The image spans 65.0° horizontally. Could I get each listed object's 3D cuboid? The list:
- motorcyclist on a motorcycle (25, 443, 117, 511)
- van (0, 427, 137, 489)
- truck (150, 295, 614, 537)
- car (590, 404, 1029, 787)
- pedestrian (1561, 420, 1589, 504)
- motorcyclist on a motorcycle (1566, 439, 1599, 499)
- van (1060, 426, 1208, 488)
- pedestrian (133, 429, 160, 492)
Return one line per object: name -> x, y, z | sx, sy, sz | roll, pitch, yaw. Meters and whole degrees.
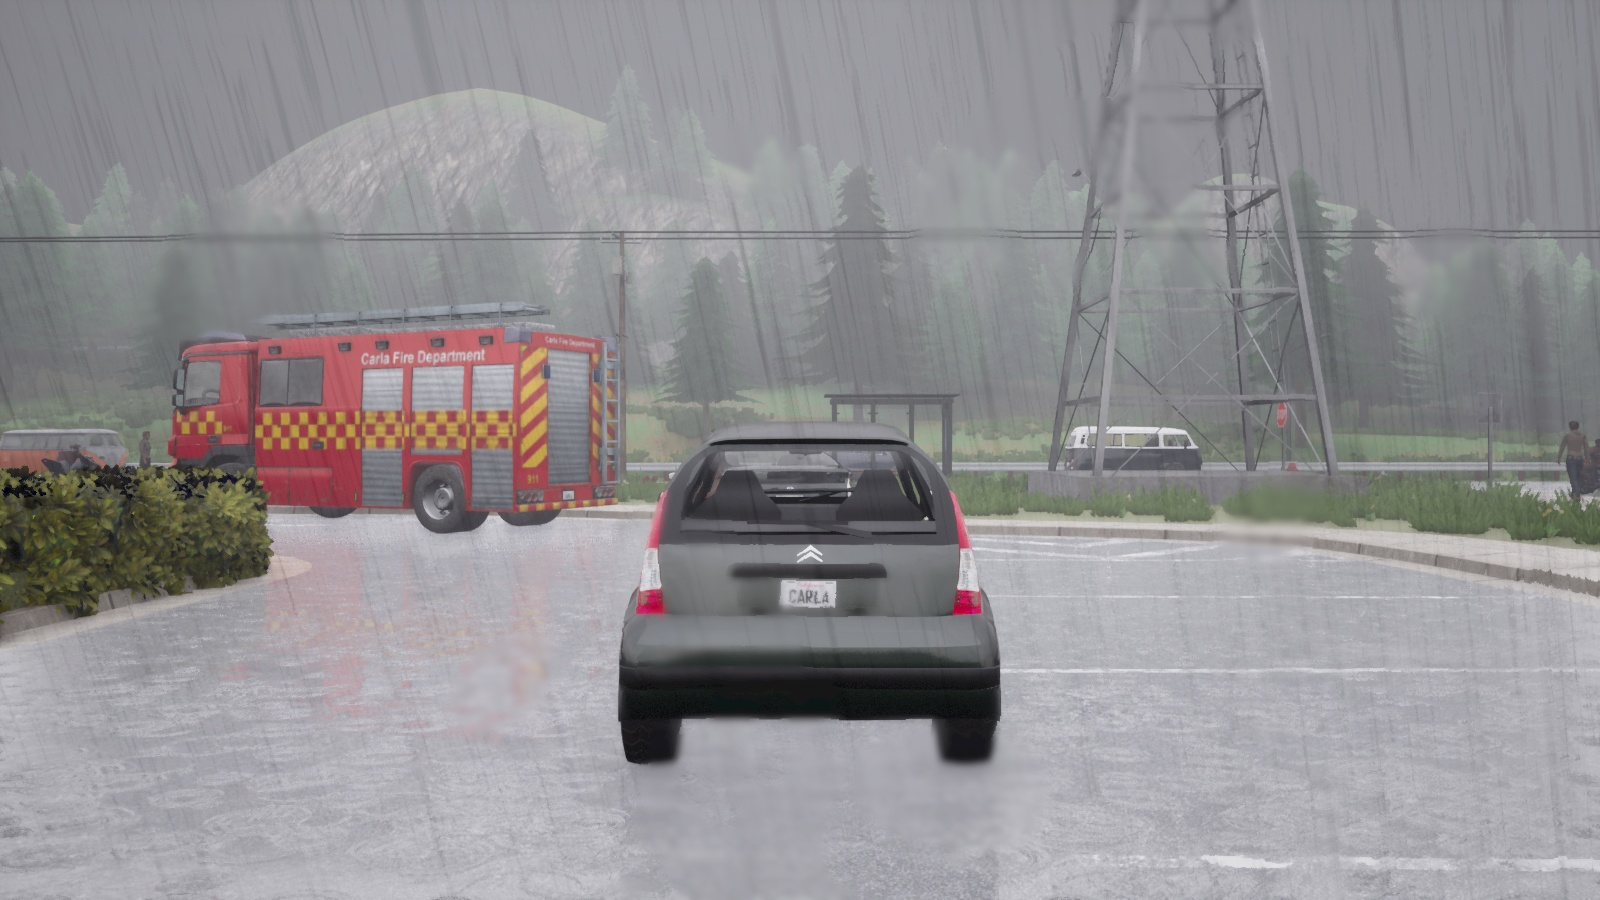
motorcyclist on a motorcycle -> -17.056, 0.602, 29.443 | 0.866, 1.530, 2.191 | 0, 0, 0
van -> -24.420, 0.245, 41.730 | 4.442, 1.987, 1.775 | 0, 0, 21
truck -> -7.772, -0.554, 23.048 | 8.468, 3.827, 2.891 | 0, 0, 26
car -> 0.041, 0.603, 7.295 | 1.851, 1.617, 3.988 | 0, 0, 0
pedestrian -> 17.114, 0.259, 27.731 | 0.328, 1.805, 0.869 | 0, 0, 18
motorcyclist on a motorcycle -> 22.303, 0.518, 34.775 | 0.766, 1.649, 2.350 | 0, 1, 2
van -> 11.210, 0.240, 42.396 | 4.480, 2.038, 2.069 | 0, 0, 1
pedestrian -> -19.414, 0.306, 37.297 | 0.634, 1.846, 0.331 | 0, 0, 2
